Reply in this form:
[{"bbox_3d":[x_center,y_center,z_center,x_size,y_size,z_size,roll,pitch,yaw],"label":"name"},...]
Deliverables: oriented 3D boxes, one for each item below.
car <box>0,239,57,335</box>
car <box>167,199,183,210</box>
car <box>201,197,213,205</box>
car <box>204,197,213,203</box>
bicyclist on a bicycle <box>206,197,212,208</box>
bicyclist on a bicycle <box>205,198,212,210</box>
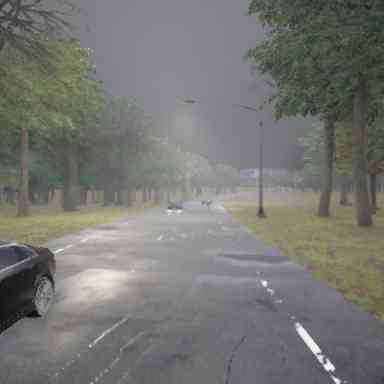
[{"bbox_3d":[-3.566,1.492,4.602,2.128,1.511,4.902,0,0,0],"label":"car"},{"bbox_3d":[-2.259,1.731,46.160,2.033,1.411,5.357,0,0,3],"label":"car"},{"bbox_3d":[2.978,1.958,69.710,1.895,1.301,4.718,0,0,5],"label":"car"},{"bbox_3d":[3.902,1.984,79.929,1.994,1.385,4.181,0,0,6],"label":"car"},{"bbox_3d":[2.695,1.673,52.871,0.866,1.612,1.509,0,0,4],"label":"bicyclist on a bicycle"},{"bbox_3d":[2.190,1.615,44.077,0.866,1.612,1.509,0,-1,3],"label":"bicyclist on a bicycle"}]
